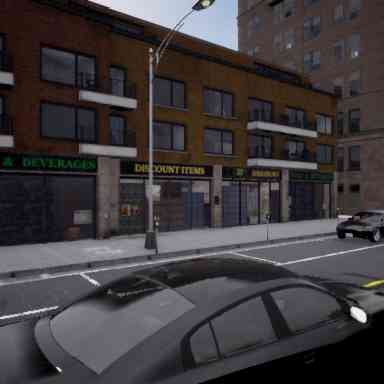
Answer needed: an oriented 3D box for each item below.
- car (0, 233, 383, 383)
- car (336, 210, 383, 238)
[{"bbox_3d":[0.494,1.477,3.517,5.008,1.535,1.882,0,0,-35],"label":"car"},{"bbox_3d":[8.836,1.567,16.200,4.313,1.339,1.947,0,0,-35],"label":"car"}]
